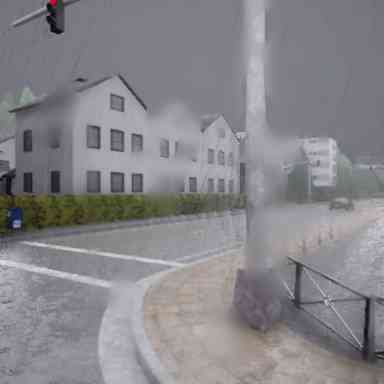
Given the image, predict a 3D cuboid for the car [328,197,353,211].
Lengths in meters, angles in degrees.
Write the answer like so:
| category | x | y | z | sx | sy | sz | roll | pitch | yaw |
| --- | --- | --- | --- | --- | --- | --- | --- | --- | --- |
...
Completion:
| category | x | y | z | sx | sy | sz | roll | pitch | yaw |
| --- | --- | --- | --- | --- | --- | --- | --- | --- | --- |
| car | 16.494 | 1.304 | 36.796 | 1.812 | 1.442 | 4.674 | 0 | 0 | 36 |
